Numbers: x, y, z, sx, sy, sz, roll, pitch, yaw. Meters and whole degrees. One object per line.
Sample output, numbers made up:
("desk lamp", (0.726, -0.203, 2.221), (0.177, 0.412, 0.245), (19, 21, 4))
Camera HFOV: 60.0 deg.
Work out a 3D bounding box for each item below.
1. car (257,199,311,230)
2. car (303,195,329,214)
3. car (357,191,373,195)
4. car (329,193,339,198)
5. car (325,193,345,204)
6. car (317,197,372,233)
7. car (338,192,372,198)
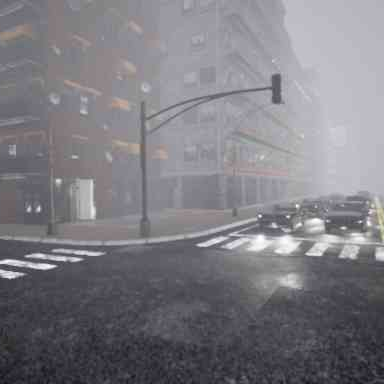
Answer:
("car", (5.201, 1.289, 18.862), (1.895, 1.301, 4.718), (0, 1, 29))
("car", (9.599, 1.140, 26.899), (1.895, 1.301, 4.718), (0, 1, 29))
("car", (17.095, 0.931, 33.754), (1.994, 1.385, 4.181), (0, 1, 28))
("car", (13.979, 0.995, 34.814), (1.895, 1.301, 4.718), (0, 1, 29))
("car", (18.691, 0.801, 43.463), (1.994, 1.385, 4.181), (0, 1, 29))
("car", (8.176, 1.213, 17.531), (2.033, 1.411, 5.357), (0, 1, 29))
("car", (12.776, 1.015, 25.955), (1.837, 1.490, 4.892), (0, 1, 28))
